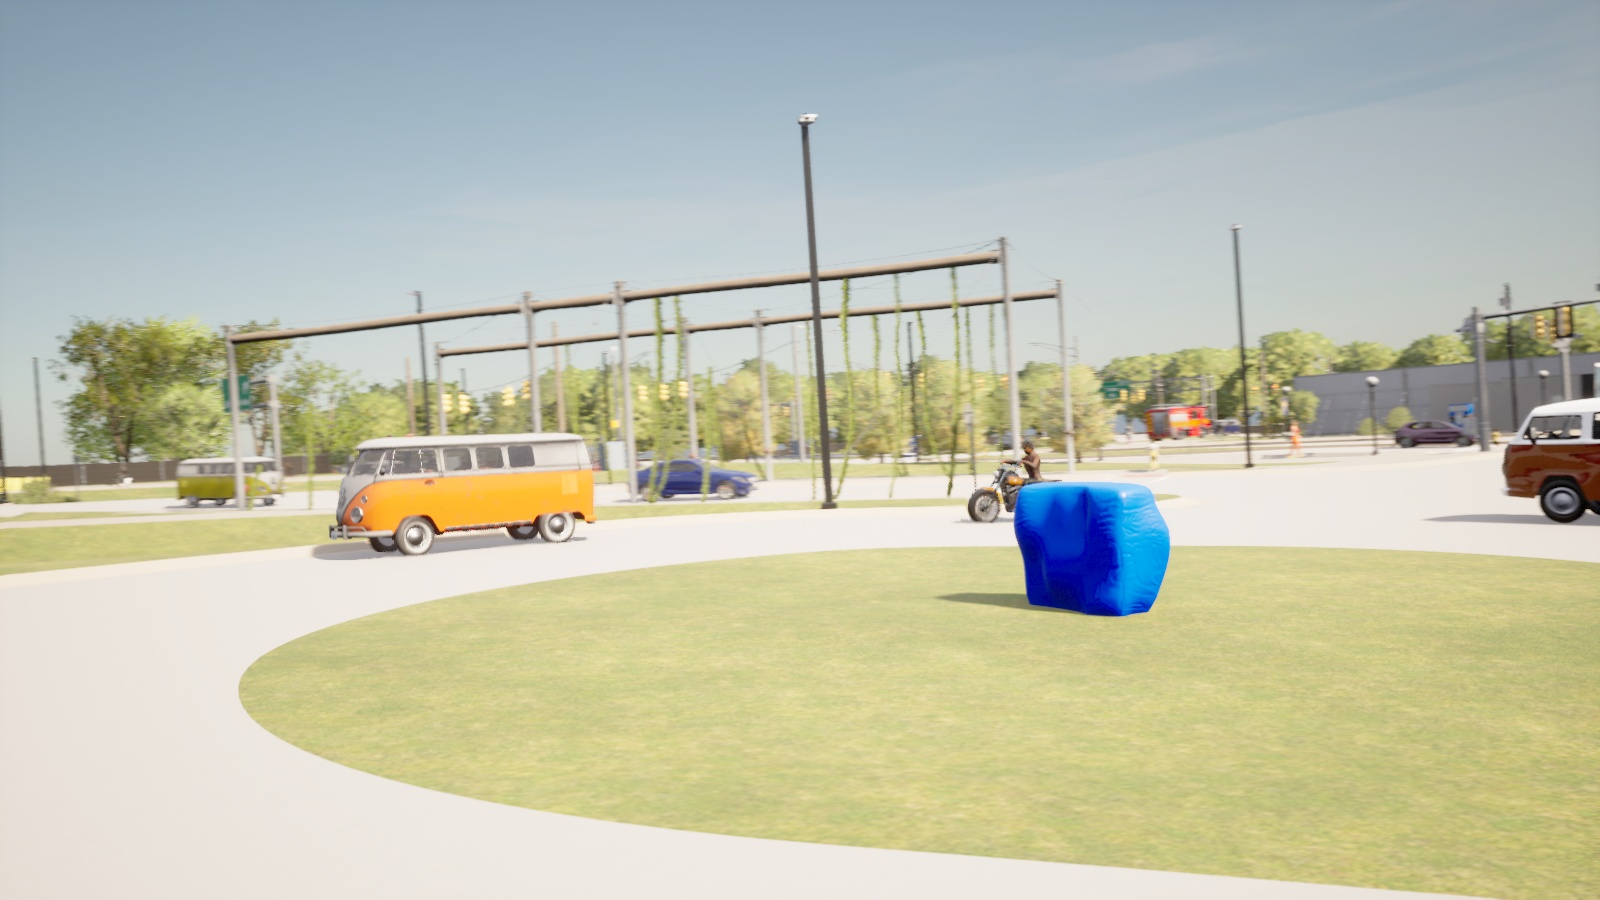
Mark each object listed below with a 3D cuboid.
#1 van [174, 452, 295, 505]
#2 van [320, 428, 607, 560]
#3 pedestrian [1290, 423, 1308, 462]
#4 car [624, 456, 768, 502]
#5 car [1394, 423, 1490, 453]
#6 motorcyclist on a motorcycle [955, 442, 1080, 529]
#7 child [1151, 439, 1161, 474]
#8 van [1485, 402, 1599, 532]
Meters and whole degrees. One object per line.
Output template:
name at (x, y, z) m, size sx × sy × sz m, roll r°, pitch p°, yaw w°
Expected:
van at (-22.734, 1.154, 50.481) m, size 4.442 × 1.987 × 1.775 m, roll -1°, pitch 1°, yaw 21°
van at (-5.826, 0.695, 22.013) m, size 4.442 × 1.987 × 1.775 m, roll -3°, pitch 0°, yaw -36°
pedestrian at (23.825, -0.365, 59.959) m, size 0.594 × 1.836 × 0.345 m, roll -3°, pitch 1°, yaw 41°
car at (-3.642, 1.006, 44.071) m, size 4.674 × 1.442 × 1.812 m, roll -2°, pitch 1°, yaw 17°
car at (33.850, -0.615, 66.230) m, size 4.193 × 1.474 × 1.816 m, roll -1°, pitch 2°, yaw 40°
motorcyclist on a motorcycle at (4.326, 0.676, 24.912) m, size 2.350 × 1.649 × 0.766 m, roll -1°, pitch 1°, yaw -20°
child at (13.416, 0.246, 47.301) m, size 0.270 × 1.263 × 0.437 m, roll -3°, pitch 1°, yaw 13°
van at (13.669, 0.221, 19.851) m, size 2.069 × 2.038 × 4.480 m, roll -2°, pitch 1°, yaw -34°
